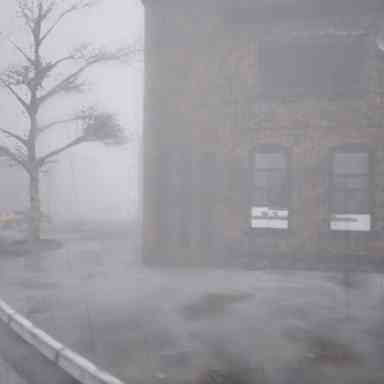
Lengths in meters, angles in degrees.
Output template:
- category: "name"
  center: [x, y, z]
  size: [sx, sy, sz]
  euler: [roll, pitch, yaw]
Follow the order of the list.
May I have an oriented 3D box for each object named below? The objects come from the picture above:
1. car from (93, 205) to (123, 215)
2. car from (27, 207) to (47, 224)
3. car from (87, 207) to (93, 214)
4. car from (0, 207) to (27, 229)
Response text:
- category: "car"
  center: [-12.482, 2.774, 50.776]
  size: [1.812, 1.442, 4.674]
  euler: [1, -1, 24]
- category: "car"
  center: [-15.550, 2.227, 31.642]
  size: [1.837, 1.490, 4.892]
  euler: [1, -1, -1]
- category: "car"
  center: [-14.929, 2.790, 53.699]
  size: [1.812, 1.442, 4.674]
  euler: [1, -2, 24]
- category: "car"
  center: [-15.064, 2.044, 26.250]
  size: [1.801, 1.575, 5.366]
  euler: [1, -1, -9]
